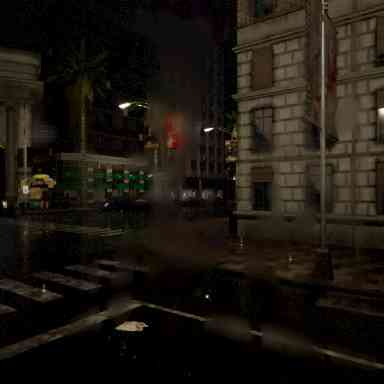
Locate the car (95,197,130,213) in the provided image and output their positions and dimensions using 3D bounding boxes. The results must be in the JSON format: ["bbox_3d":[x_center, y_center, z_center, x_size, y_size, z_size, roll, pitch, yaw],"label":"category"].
[{"bbox_3d":[-8.514,1.352,36.975,2.097,1.767,4.553,0,0,36],"label":"car"}]

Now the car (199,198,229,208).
[{"bbox_3d":[3.393,1.564,47.001,1.994,1.385,4.181,0,0,39],"label":"car"}]

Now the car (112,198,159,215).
[{"bbox_3d":[-5.704,1.601,34.907,1.895,1.301,4.718,0,0,36],"label":"car"}]

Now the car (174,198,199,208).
[{"bbox_3d":[-0.334,1.546,48.114,2.033,1.411,5.357,0,0,37],"label":"car"}]
